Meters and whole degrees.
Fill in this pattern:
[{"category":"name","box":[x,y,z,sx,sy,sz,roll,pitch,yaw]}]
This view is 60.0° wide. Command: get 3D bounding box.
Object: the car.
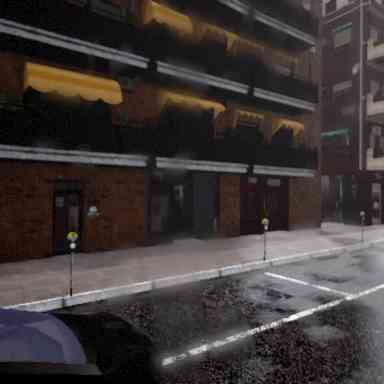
[{"category":"car","box":[-2.363,1.495,1.388,4.902,1.511,2.128,0,0,-35]}]
